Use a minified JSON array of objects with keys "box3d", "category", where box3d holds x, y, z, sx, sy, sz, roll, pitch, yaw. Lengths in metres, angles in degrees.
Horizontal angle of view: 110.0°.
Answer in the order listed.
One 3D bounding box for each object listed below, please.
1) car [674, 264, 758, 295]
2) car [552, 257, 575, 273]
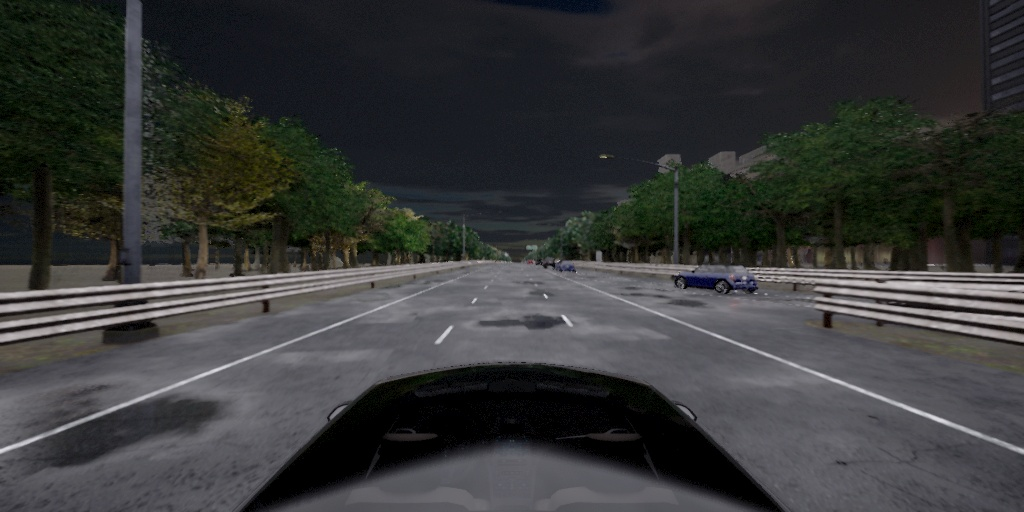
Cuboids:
[{"box3d":[11.932,1.235,21.373,2.097,1.767,4.553,0,0,-17],"category":"car"},{"box3d":[7.135,1.329,48.653,2.097,1.767,4.553,0,0,-2],"category":"car"}]
